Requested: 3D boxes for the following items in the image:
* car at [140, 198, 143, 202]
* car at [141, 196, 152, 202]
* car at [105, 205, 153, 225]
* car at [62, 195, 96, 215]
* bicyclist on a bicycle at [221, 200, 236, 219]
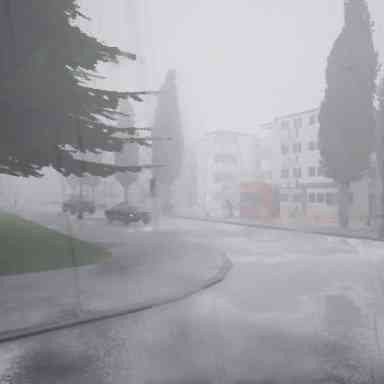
[{"bbox_3d":[-9.931,1.967,79.786,4.974,1.542,2.038,0,0,-6],"label":"car"},{"bbox_3d":[-11.274,1.726,82.263,1.845,1.501,3.633,0,0,-24],"label":"car"},{"bbox_3d":[-4.795,1.682,24.914,1.895,1.301,4.718,1,0,-36],"label":"car"},{"bbox_3d":[-12.020,1.306,35.062,2.150,2.045,5.566,1,-1,-35],"label":"car"},{"bbox_3d":[3.124,1.494,28.277,1.656,1.620,0.582,0,0,-36],"label":"bicyclist on a bicycle"}]
